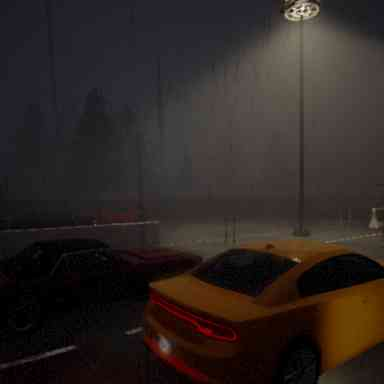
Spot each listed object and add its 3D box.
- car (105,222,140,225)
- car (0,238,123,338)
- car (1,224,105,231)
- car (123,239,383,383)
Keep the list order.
[{"bbox_3d":[-5.344,1.541,21.695,4.181,1.385,1.994,0,0,-36],"label":"car"},{"bbox_3d":[-2.004,1.595,6.616,4.718,1.301,1.895,0,0,-36],"label":"car"},{"bbox_3d":[-7.276,1.539,16.004,5.357,1.411,2.033,0,0,-36],"label":"car"},{"bbox_3d":[1.724,1.465,4.985,5.008,1.535,1.882,0,0,-36],"label":"car"}]
